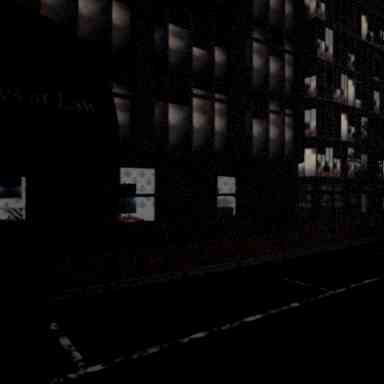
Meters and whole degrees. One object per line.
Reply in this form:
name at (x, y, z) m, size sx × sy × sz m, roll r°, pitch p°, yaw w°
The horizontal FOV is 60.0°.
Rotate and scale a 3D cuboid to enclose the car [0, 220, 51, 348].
car at (-4.202, 1.322, 3.592) m, size 5.009 × 1.841 × 2.192 m, roll 0°, pitch 0°, yaw -35°
